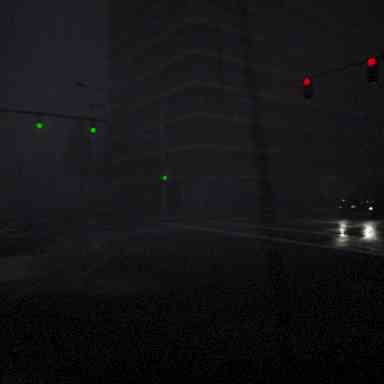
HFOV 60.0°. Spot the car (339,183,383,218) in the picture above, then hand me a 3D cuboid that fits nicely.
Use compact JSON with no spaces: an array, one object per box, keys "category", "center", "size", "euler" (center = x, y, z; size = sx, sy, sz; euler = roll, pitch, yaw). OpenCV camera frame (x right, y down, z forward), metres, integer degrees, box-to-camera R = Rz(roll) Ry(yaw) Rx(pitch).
[{"category":"car","center":[11.810,0.440,21.515],"size":[5.566,2.045,2.150],"euler":[-2,1,-37]}]
